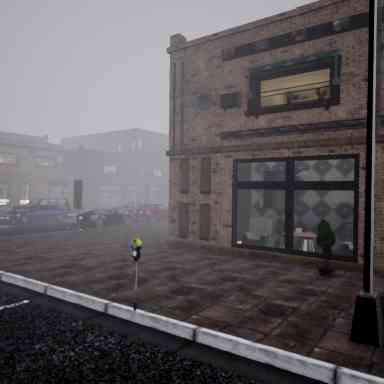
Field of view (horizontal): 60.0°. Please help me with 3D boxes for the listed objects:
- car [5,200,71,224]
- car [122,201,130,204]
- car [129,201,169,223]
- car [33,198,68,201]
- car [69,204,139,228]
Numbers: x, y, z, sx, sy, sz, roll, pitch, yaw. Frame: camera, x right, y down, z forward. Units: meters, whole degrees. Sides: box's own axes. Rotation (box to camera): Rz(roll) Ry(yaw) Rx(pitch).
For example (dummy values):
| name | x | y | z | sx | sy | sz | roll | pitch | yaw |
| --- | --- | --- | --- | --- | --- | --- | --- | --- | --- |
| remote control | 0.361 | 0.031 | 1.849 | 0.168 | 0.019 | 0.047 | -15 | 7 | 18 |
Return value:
| name | x | y | z | sx | sy | sz | roll | pitch | yaw |
| --- | --- | --- | --- | --- | --- | --- | --- | --- | --- |
| car | -12.015 | 1.649 | 26.086 | 1.812 | 1.442 | 4.674 | 1 | 0 | 36 |
| car | -6.232 | 1.708 | 34.043 | 2.128 | 1.511 | 4.902 | 1 | 0 | 36 |
| car | -3.015 | 1.724 | 28.629 | 1.967 | 1.590 | 4.097 | 0 | 0 | 36 |
| car | -13.054 | 1.415 | 29.073 | 2.192 | 1.841 | 5.009 | 0 | 0 | 36 |
| car | -6.281 | 1.797 | 24.142 | 1.947 | 1.339 | 4.313 | 0 | 0 | 36 |
